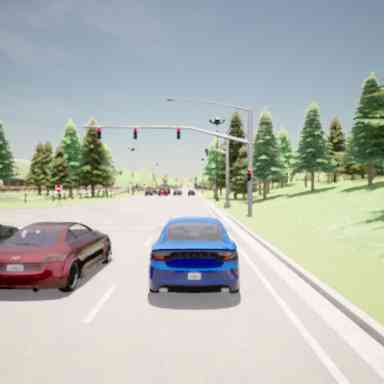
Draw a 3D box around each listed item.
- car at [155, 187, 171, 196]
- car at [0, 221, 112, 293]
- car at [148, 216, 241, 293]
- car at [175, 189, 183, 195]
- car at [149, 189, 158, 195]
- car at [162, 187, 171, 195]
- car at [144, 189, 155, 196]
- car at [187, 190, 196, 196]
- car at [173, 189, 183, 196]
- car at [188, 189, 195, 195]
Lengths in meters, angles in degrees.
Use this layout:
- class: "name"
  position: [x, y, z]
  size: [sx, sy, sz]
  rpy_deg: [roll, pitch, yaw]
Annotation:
- class: "car"
  position: [-7.141, -0.026, 82.452]
  size: [2.150, 2.045, 5.566]
  rpy_deg: [0, 1, 0]
- class: "car"
  position: [-3.451, 1.433, 8.573]
  size: [1.994, 1.385, 4.181]
  rpy_deg: [0, 1, 1]
- class: "car"
  position: [0.055, 1.347, 8.543]
  size: [1.882, 1.535, 5.008]
  rpy_deg: [0, 1, 0]
- class: "car"
  position: [-3.659, -0.014, 92.849]
  size: [1.994, 1.385, 4.181]
  rpy_deg: [0, 1, 0]
- class: "car"
  position: [-10.659, -0.066, 92.836]
  size: [1.837, 1.490, 4.892]
  rpy_deg: [0, 1, 0]
- class: "car"
  position: [-7.159, -0.342, 92.868]
  size: [2.150, 2.045, 5.566]
  rpy_deg: [0, 1, 0]
- class: "car"
  position: [-10.641, 0.250, 82.420]
  size: [1.837, 1.490, 4.892]
  rpy_deg: [0, 1, 0]
- class: "car"
  position: [-0.141, 0.227, 82.438]
  size: [1.882, 1.535, 5.008]
  rpy_deg: [0, 1, 0]
- class: "car"
  position: [-3.641, 0.099, 82.783]
  size: [2.097, 1.767, 4.553]
  rpy_deg: [0, 1, 0]
- class: "car"
  position: [-0.159, -0.014, 92.855]
  size: [1.994, 1.385, 4.181]
  rpy_deg: [0, 1, 0]
